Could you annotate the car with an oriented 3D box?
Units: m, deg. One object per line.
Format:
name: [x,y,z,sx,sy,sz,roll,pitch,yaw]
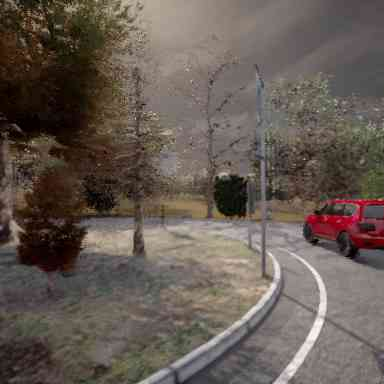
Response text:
car: [6.438,1.332,13.432,2.150,2.045,5.566,0,-1,-2]
